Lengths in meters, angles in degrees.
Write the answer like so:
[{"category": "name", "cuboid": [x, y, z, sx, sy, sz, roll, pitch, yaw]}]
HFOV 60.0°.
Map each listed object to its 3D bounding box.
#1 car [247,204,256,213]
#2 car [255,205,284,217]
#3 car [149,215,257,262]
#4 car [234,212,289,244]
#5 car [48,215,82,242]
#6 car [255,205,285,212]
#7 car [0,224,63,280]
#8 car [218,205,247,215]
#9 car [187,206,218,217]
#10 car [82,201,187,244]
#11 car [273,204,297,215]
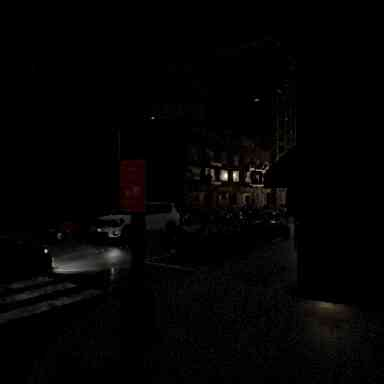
[{"category": "car", "cuboid": [6.344, 2.087, 36.232, 1.967, 1.590, 4.097, -1, -1, 35]}, {"category": "car", "cuboid": [9.523, 2.294, 40.755, 1.947, 1.339, 4.313, -1, -1, 35]}, {"category": "car", "cuboid": [0.623, 1.832, 13.251, 2.008, 1.369, 4.403, -1, -1, 35]}, {"category": "car", "cuboid": [3.800, 1.944, 17.775, 1.802, 1.307, 4.206, -1, -1, 35]}, {"category": "car", "cuboid": [-6.369, 1.905, 18.129, 1.802, 1.307, 4.206, -1, -1, 35]}, {"category": "car", "cuboid": [8.773, 2.167, 35.184, 1.812, 1.442, 4.674, 0, -1, 35]}, {"category": "car", "cuboid": [-5.971, 1.751, 8.820, 1.994, 1.385, 4.181, 0, -1, 35]}, {"category": "car", "cuboid": [3.166, 2.005, 31.707, 1.967, 1.590, 4.097, -1, -1, 35]}, {"category": "car", "cuboid": [-0.013, 1.924, 27.182, 1.967, 1.590, 4.097, -1, -1, 35]}, {"category": "car", "cuboid": [-2.958, 1.564, 18.510, 2.150, 2.045, 5.566, 0, -1, 35]}, {"category": "car", "cuboid": [12.701, 2.392, 45.280, 1.802, 1.307, 4.206, -1, -1, 35]}]
